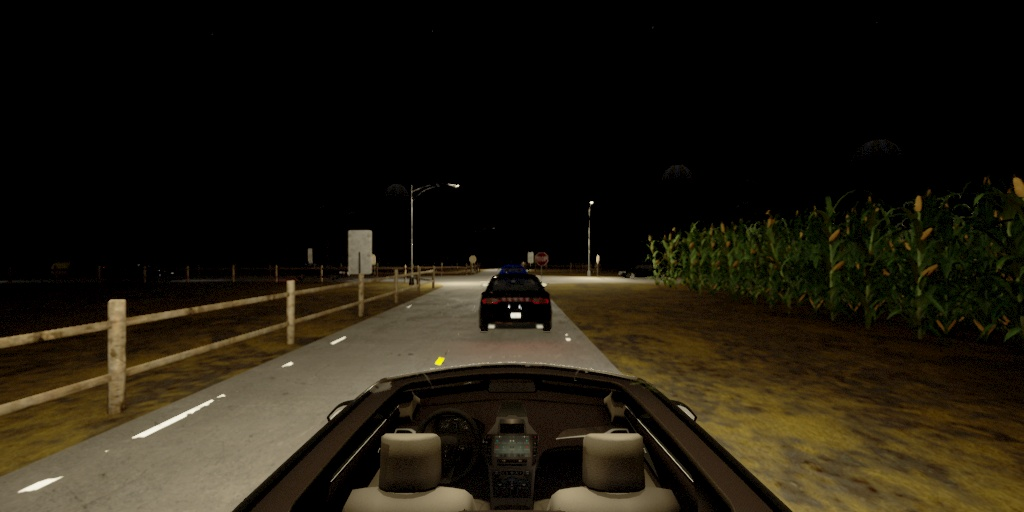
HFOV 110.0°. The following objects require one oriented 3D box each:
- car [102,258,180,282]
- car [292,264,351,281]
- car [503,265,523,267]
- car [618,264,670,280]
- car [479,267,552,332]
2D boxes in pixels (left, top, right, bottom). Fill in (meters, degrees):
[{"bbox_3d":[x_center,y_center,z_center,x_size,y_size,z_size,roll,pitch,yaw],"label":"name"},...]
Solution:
[{"bbox_3d":[-33.627,1.248,32.576,5.566,2.045,2.150,0,0,0],"label":"car"},{"bbox_3d":[-17.226,1.453,32.555,4.902,1.511,2.128,0,0,0],"label":"car"},{"bbox_3d":[0.069,1.338,23.513,1.882,1.535,5.008,0,0,0],"label":"car"},{"bbox_3d":[13.071,1.508,35.387,5.008,1.535,1.882,0,0,-1],"label":"car"},{"bbox_3d":[0.084,1.259,10.997,1.882,1.535,5.008,0,0,0],"label":"car"}]
